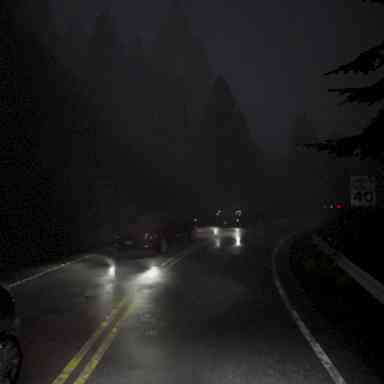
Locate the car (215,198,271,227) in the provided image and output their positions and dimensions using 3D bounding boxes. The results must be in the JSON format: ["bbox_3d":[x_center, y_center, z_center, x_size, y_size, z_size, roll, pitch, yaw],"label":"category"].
[{"bbox_3d":[3.565,1.355,22.974,2.097,1.767,4.553,-3,-2,41],"label":"car"}]

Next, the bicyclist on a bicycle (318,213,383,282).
[{"bbox_3d":[3.738,1.320,7.712,1.656,1.620,0.582,0,-1,0],"label":"bicyclist on a bicycle"}]

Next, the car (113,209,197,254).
[{"bbox_3d":[-1.345,1.511,13.961,1.882,1.535,5.008,-1,-1,21],"label":"car"}]

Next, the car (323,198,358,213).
[{"bbox_3d":[13.187,1.144,27.416,5.357,1.411,2.033,-3,-3,-29],"label":"car"}]

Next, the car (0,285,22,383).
[{"bbox_3d":[-3.156,1.352,2.008,2.097,1.767,4.553,0,0,4],"label":"car"}]
